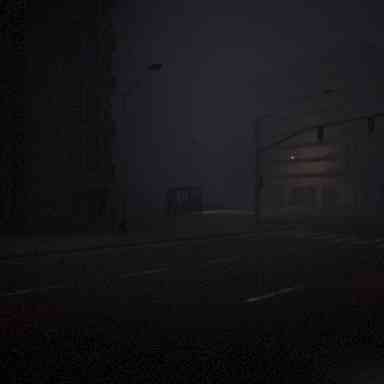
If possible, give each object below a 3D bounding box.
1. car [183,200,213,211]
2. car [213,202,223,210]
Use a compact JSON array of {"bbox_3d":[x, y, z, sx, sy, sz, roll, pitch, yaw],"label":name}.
[{"bbox_3d":[0.119,1.737,43.379,1.837,1.490,4.892,0,0,-37],"label":"car"},{"bbox_3d":[2.183,1.847,46.442,1.895,1.301,4.718,0,0,-37],"label":"car"}]
